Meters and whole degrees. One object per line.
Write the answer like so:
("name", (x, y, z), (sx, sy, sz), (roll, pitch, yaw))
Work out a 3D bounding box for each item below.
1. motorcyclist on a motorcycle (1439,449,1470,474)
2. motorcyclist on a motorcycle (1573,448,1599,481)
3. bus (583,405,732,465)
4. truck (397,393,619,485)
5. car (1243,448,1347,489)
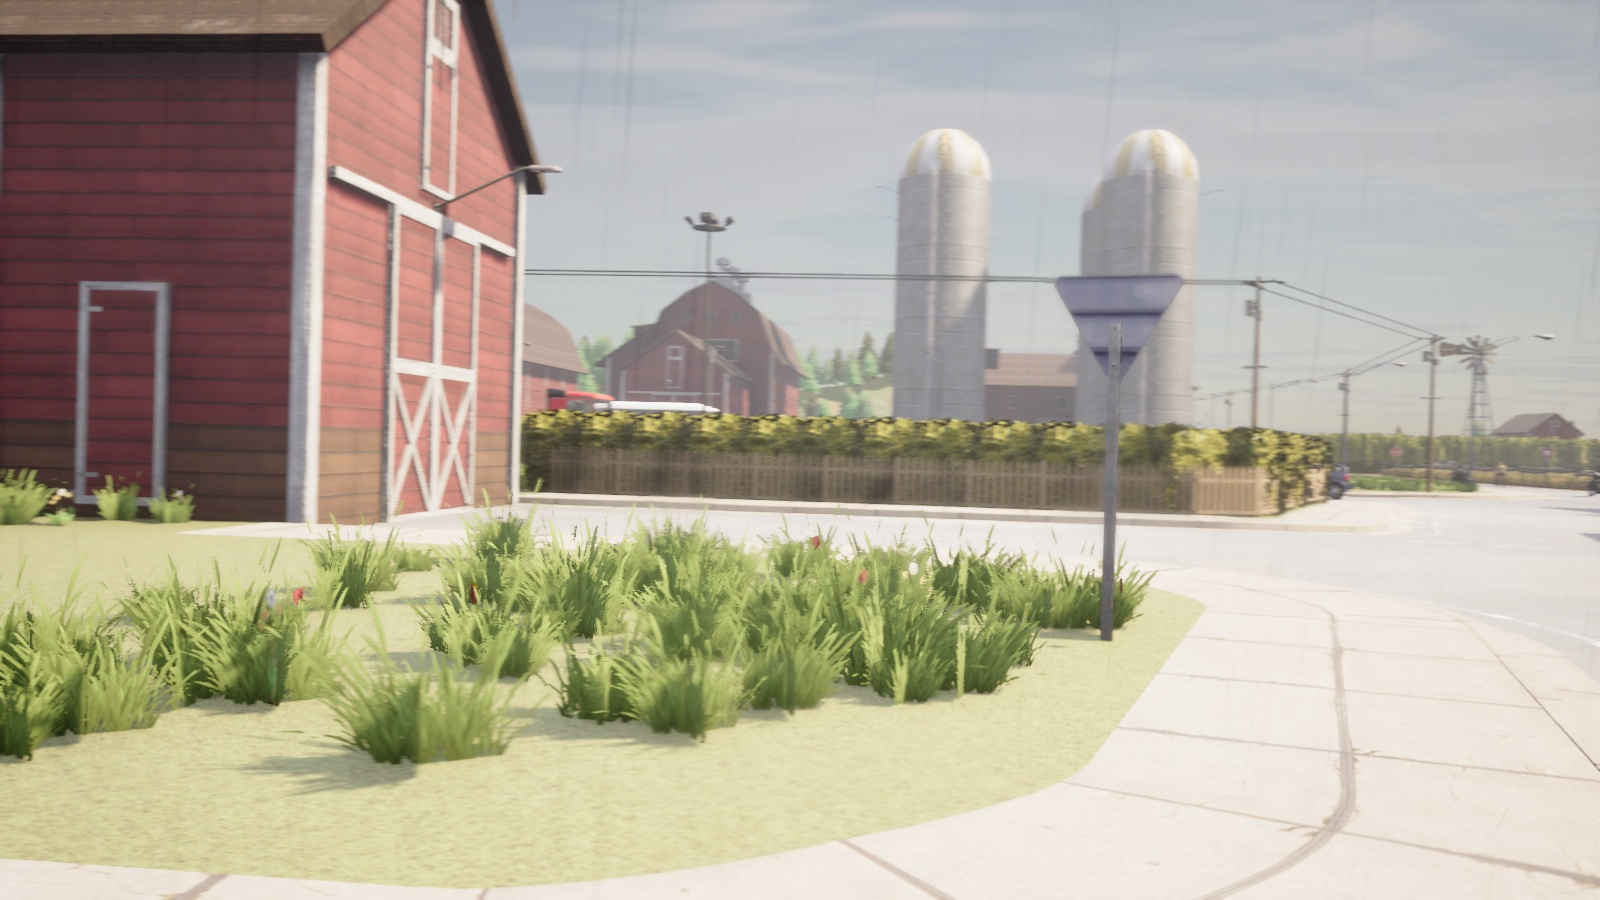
("motorcyclist on a motorcycle", (40.419, 0.710, 77.583), (0.866, 1.530, 2.191), (0, 0, 2))
("motorcyclist on a motorcycle", (39.312, 0.726, 62.206), (0.866, 1.590, 1.817), (1, 0, -3))
("bus", (-10.407, -1.122, 92.558), (10.273, 4.253, 3.944), (0, 0, 5))
("truck", (-11.342, -0.429, 49.201), (7.936, 3.462, 2.891), (0, 0, 6))
("car", (19.376, 0.715, 49.223), (3.705, 1.549, 1.789), (0, 0, 22))
